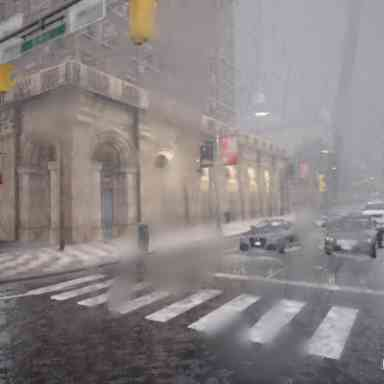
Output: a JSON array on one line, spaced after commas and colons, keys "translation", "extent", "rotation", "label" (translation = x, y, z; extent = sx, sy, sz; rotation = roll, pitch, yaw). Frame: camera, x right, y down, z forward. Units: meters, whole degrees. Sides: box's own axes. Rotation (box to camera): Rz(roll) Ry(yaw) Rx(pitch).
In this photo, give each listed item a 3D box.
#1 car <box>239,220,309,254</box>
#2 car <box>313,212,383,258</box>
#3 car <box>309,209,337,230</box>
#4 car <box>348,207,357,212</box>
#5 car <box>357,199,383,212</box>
[{"translation": [3.852, 2.015, 15.763], "extent": [1.994, 1.385, 4.181], "rotation": [-3, -2, 33], "label": "car"}, {"translation": [7.074, 1.814, 14.295], "extent": [2.128, 1.511, 4.902], "rotation": [-3, -2, 34], "label": "car"}, {"translation": [10.430, 2.125, 25.944], "extent": [2.128, 1.511, 4.902], "rotation": [-3, -2, 33], "label": "car"}, {"translation": [21.595, 2.541, 43.261], "extent": [1.895, 1.301, 4.718], "rotation": [-3, -2, 33], "label": "car"}, {"translation": [14.685, 1.755, 26.104], "extent": [2.150, 2.045, 5.566], "rotation": [-3, -2, 33], "label": "car"}]
